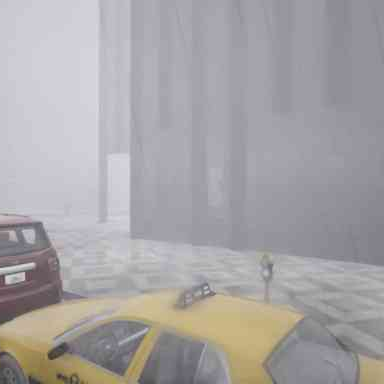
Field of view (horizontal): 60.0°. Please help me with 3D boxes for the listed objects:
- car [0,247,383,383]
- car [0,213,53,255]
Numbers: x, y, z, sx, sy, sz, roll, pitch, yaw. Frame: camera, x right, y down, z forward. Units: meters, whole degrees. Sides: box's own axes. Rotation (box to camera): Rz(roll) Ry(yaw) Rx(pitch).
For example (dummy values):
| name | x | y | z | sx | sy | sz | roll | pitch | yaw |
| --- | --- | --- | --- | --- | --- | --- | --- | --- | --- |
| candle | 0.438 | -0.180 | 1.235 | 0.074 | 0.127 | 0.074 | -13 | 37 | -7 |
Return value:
| name | x | y | z | sx | sy | sz | roll | pitch | yaw |
| --- | --- | --- | --- | --- | --- | --- | --- | --- | --- |
| car | -0.186 | 1.526 | 3.095 | 4.829 | 1.417 | 1.752 | 0 | 0 | 36 |
| car | -4.463 | 1.316 | 6.149 | 5.009 | 1.841 | 2.192 | 0 | 0 | 36 |
